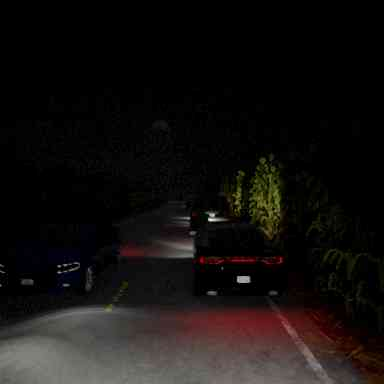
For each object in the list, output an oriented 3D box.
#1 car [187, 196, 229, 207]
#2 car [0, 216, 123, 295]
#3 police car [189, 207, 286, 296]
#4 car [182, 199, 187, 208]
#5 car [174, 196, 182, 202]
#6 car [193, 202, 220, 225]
[{"bbox_3d":[0.968,1.221,18.699,2.150,2.045,5.566,0,0,0],"label":"car"},{"bbox_3d":[-3.197,1.477,8.958,1.882,1.535,5.008,0,0,0],"label":"car"},{"bbox_3d":[0.963,1.425,8.779,1.930,1.638,5.238,0,0,0],"label":"police car"},{"bbox_3d":[0.035,1.547,46.761,2.033,1.411,5.357,0,0,1],"label":"car"},{"bbox_3d":[-3.151,1.547,77.537,2.033,1.411,5.357,0,0,0],"label":"car"},{"bbox_3d":[0.970,1.526,24.669,1.812,1.442,4.674,0,0,0],"label":"car"}]
